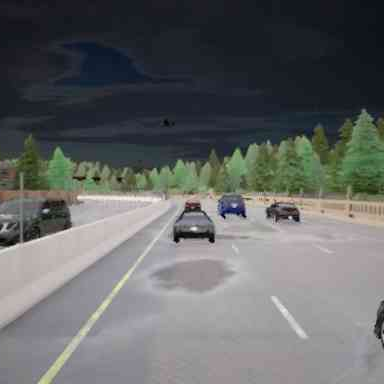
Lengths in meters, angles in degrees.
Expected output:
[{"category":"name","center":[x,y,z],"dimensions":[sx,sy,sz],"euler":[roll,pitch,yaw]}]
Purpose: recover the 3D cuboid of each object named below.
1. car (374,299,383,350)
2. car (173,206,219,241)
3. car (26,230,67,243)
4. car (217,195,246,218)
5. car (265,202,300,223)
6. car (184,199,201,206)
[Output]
[{"category":"car","center":[3.598,1.573,3.065],"dimensions":[1.994,1.385,4.181],"euler":[0,0,0]},{"category":"car","center":[0.095,1.608,16.847],"dimensions":[1.994,1.385,4.181],"euler":[0,0,0]},{"category":"car","center":[-7.014,1.264,14.360],"dimensions":[2.150,2.045,5.566],"euler":[0,0,0]},{"category":"car","center":[3.594,1.302,30.816],"dimensions":[2.150,2.045,5.566],"euler":[0,0,0]},{"category":"car","center":[7.094,1.575,26.407],"dimensions":[1.837,1.490,4.892],"euler":[0,0,0]},{"category":"car","center":[0.093,1.580,39.613],"dimensions":[1.882,1.535,5.008],"euler":[0,0,0]}]
